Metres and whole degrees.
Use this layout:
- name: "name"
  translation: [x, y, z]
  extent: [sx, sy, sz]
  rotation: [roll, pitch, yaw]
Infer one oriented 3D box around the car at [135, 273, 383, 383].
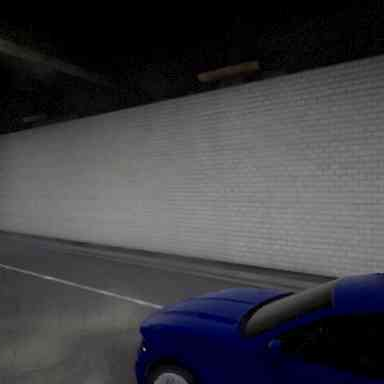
- name: "car"
  translation: [1.703, 1.478, 2.777]
  extent: [5.008, 1.535, 1.882]
  rotation: [0, 0, 35]
